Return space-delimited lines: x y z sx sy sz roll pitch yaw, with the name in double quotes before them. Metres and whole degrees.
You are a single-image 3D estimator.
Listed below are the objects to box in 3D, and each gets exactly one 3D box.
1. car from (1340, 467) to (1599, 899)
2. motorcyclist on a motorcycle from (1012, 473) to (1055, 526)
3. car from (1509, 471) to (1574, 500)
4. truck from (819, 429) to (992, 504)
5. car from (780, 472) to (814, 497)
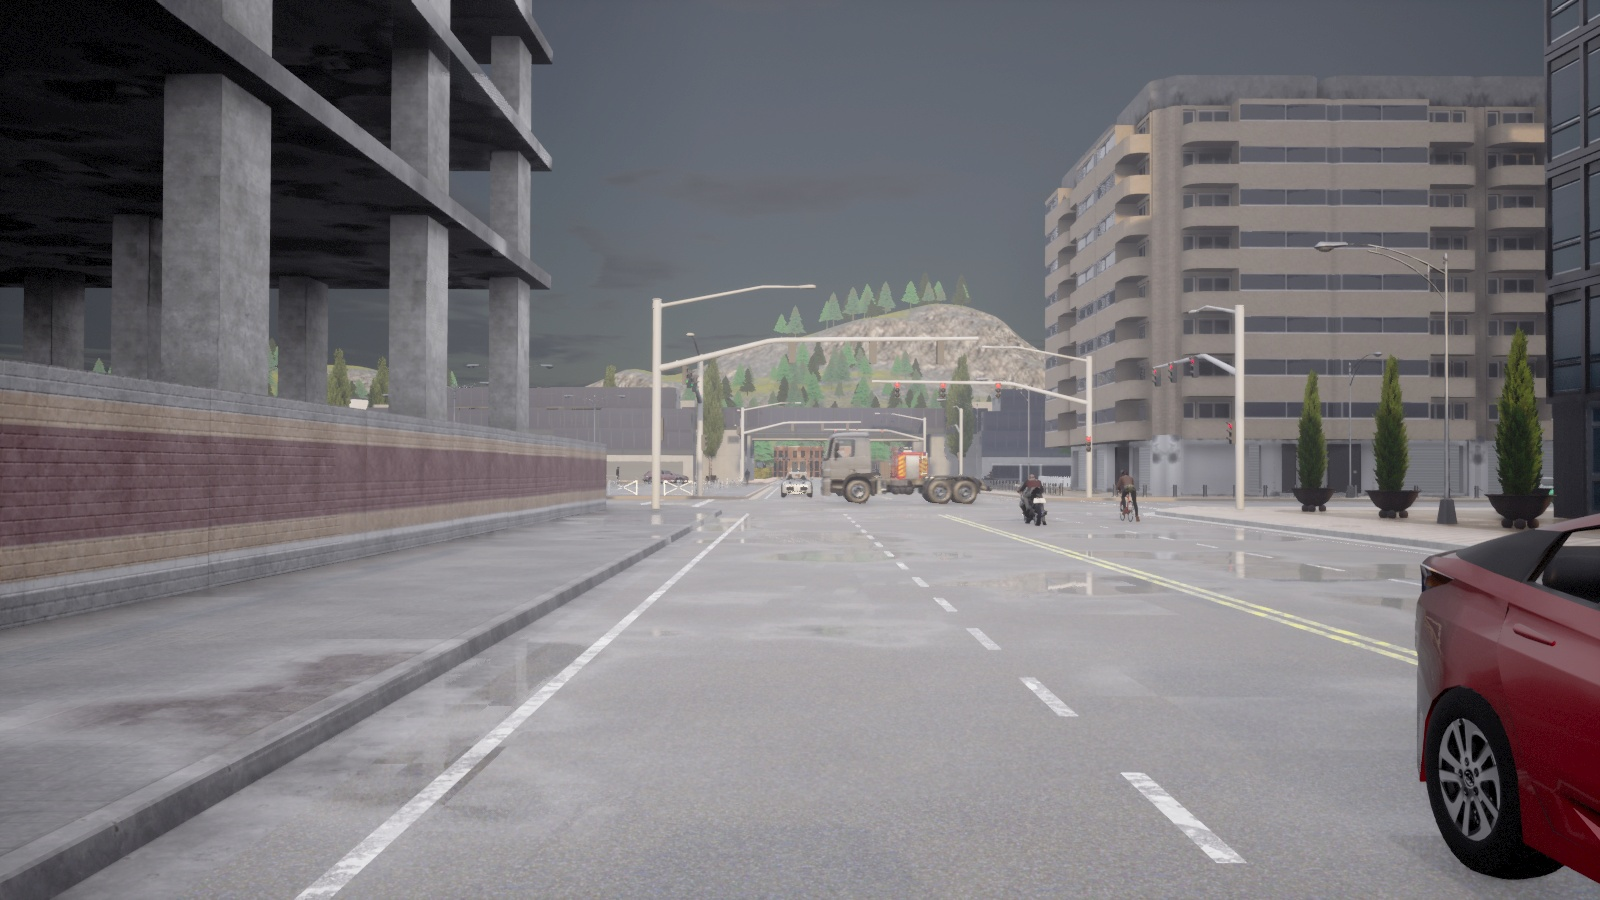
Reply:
"car" 3.492 0.806 3.505 2.007 1.525 4.514 0 -1 0
"motorcyclist on a motorcycle" 6.914 1.446 37.268 0.866 1.530 2.191 0 -1 0
"car" 35.436 1.678 60.050 2.207 1.376 1.481 0 -1 0
"truck" 4.925 0.784 59.764 7.936 3.462 2.891 0 -1 -1
"car" -0.174 2.047 75.606 1.970 1.475 3.806 0 -1 0
